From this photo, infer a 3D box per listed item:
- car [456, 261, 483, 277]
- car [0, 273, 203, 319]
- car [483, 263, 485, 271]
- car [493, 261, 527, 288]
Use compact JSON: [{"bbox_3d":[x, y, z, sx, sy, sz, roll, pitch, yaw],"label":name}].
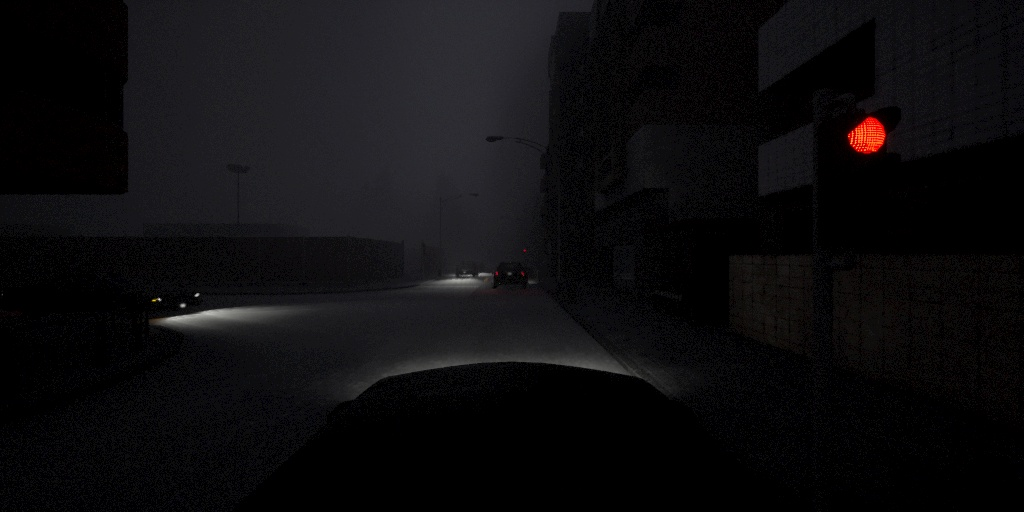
[{"bbox_3d":[-4.409,1.241,35.652,2.128,1.511,4.902,0,0,0],"label":"car"},{"bbox_3d":[-13.869,1.297,12.234,5.357,1.411,2.033,0,0,0],"label":"car"},{"bbox_3d":[-4.476,1.351,45.766,1.895,1.301,4.718,0,0,0],"label":"car"},{"bbox_3d":[-0.080,1.102,23.767,2.097,1.767,4.553,0,0,2],"label":"car"}]
